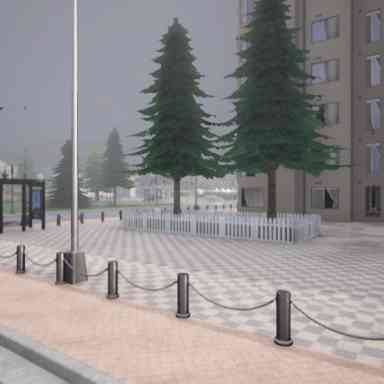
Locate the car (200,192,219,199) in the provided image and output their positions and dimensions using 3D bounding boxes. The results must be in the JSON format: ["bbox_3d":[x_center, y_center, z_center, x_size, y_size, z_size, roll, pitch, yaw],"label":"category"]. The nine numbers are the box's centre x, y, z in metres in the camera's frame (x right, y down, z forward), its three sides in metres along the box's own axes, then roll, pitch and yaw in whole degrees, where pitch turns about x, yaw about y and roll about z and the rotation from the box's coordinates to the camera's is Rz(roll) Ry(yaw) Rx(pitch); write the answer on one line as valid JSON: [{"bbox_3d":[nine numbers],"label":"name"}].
[{"bbox_3d":[5.156,1.353,91.422,3.806,1.475,1.970,0,0,35],"label":"car"}]

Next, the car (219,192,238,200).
[{"bbox_3d":[9.519,1.347,84.721,3.633,1.501,1.845,0,0,35],"label":"car"}]
